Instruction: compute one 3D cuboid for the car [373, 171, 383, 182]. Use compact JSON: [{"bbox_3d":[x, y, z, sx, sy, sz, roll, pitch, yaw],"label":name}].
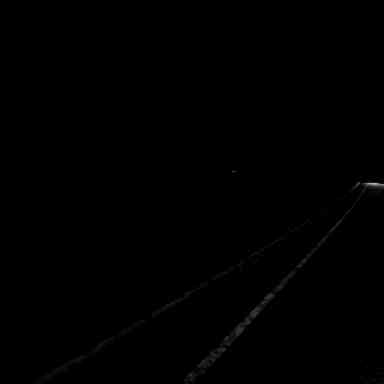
[{"bbox_3d":[25.513,-2.061,44.522,1.812,1.442,4.674,4,8,30],"label":"car"}]
